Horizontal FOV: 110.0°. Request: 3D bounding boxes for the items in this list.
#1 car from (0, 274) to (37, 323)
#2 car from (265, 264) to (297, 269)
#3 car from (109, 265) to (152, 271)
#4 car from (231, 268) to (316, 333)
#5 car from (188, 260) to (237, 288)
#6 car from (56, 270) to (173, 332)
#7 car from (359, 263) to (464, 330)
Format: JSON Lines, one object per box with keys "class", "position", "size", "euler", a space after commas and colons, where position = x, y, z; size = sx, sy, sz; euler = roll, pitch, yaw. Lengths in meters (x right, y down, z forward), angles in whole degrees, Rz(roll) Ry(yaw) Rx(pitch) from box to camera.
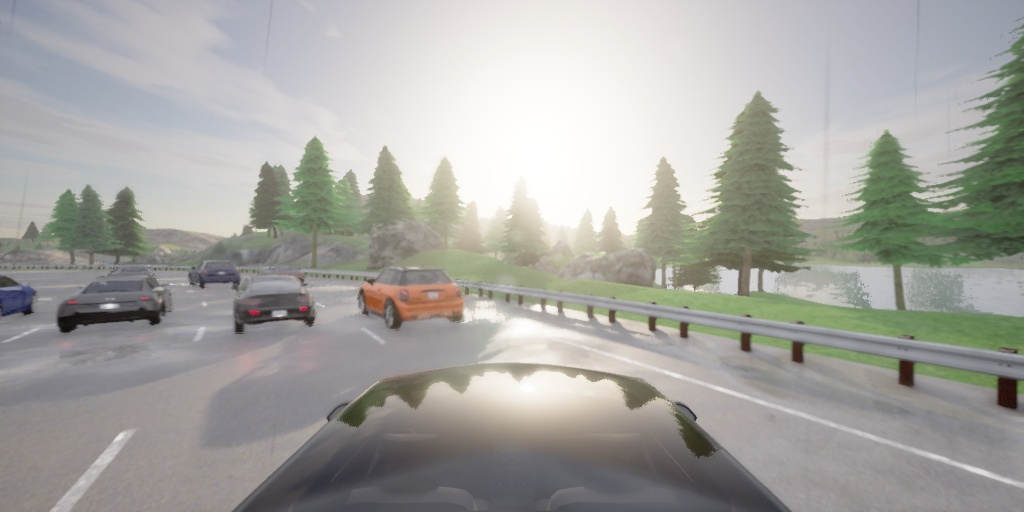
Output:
{"class": "car", "position": [-15.990, 1.219, 10.458], "size": [1.882, 1.535, 5.008], "euler": [0, 0, -41]}
{"class": "car", "position": [-16.348, 1.277, 25.479], "size": [4.181, 1.385, 1.994], "euler": [0, 0, 42]}
{"class": "car", "position": [-24.580, 1.286, 23.192], "size": [4.181, 1.385, 1.994], "euler": [0, 0, 39]}
{"class": "car", "position": [-7.178, 1.262, 10.765], "size": [1.812, 1.442, 4.674], "euler": [0, 0, -37]}
{"class": "car", "position": [-19.705, 1.070, 23.724], "size": [4.553, 1.767, 2.097], "euler": [0, 0, 40]}
{"class": "car", "position": [-11.952, 1.302, 11.059], "size": [1.994, 1.385, 4.181], "euler": [0, 0, -40]}
{"class": "car", "position": [-3.372, 1.085, 11.466], "size": [2.097, 1.767, 4.553], "euler": [0, 0, -36]}
